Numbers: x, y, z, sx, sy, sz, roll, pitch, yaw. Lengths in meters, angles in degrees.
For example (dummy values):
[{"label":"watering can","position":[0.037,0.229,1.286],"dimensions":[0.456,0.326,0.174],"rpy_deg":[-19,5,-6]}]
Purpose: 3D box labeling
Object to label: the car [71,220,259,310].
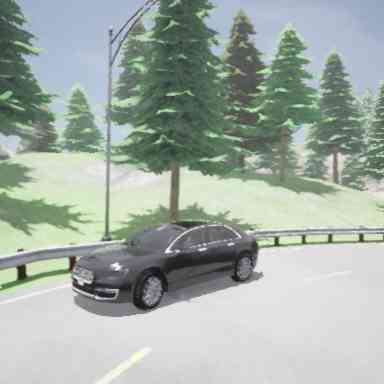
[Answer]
[{"label":"car","position":[-0.335,1.462,7.876],"dimensions":[4.892,1.490,1.837],"rpy_deg":[1,-1,-44]}]
